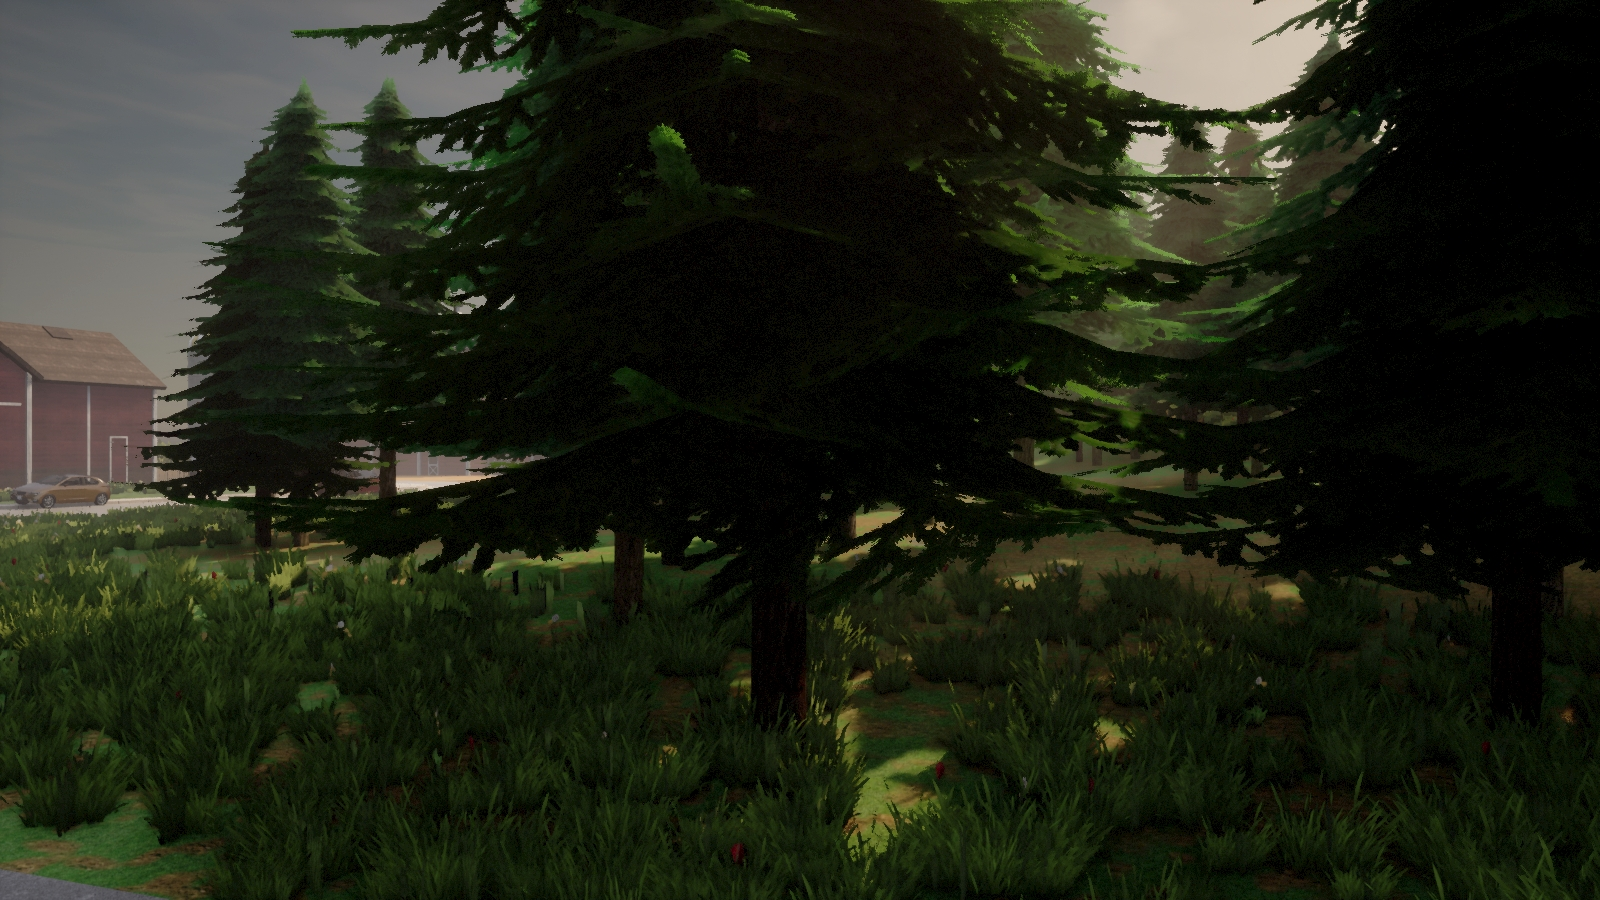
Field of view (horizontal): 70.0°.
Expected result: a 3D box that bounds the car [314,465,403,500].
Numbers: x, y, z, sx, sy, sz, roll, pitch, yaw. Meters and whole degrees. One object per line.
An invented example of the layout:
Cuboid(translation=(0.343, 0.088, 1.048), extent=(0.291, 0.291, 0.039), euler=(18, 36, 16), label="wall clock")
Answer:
Cuboid(translation=(-24.241, 1.766, 62.924), extent=(2.097, 1.767, 4.553), euler=(0, 0, 20), label="car")
